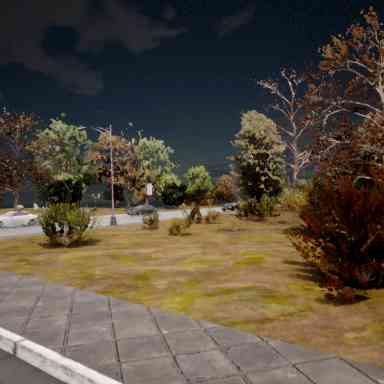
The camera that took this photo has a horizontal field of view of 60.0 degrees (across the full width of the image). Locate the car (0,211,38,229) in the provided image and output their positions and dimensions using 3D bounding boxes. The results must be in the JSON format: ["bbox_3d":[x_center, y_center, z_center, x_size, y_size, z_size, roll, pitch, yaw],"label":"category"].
[{"bbox_3d":[-15.848,2.415,29.359,1.812,1.442,4.674,-3,-2,33],"label":"car"}]

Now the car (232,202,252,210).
[{"bbox_3d":[9.414,2.577,62.496,1.895,1.301,4.718,-3,-2,33],"label":"car"}]

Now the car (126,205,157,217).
[{"bbox_3d":[-6.592,2.455,43.943,1.837,1.490,4.892,-3,-2,32],"label":"car"}]

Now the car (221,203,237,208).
[{"bbox_3d":[6.300,2.313,51.018,1.895,1.301,4.718,-3,-2,32],"label":"car"}]
